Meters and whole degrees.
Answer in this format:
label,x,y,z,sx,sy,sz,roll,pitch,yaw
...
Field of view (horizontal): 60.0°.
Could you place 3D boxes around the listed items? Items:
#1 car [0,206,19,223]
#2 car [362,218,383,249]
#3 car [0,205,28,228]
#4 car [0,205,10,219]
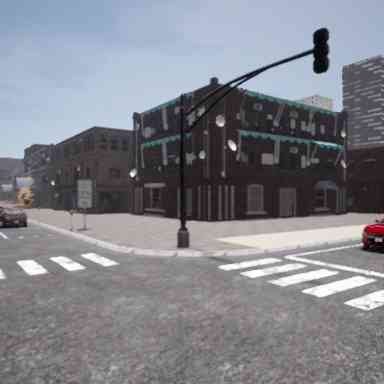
label,x,y,z,sx,sy,sz,roll,pitch,yaw
car,-16.603,1.944,29.274,1.802,1.307,4.206,-1,0,-35
car,9.247,1.619,14.280,5.008,1.535,1.882,1,0,-36
car,-13.393,1.849,24.765,2.008,1.369,4.403,-1,0,-35
car,-19.812,2.007,33.783,1.802,1.307,4.206,-1,0,-35
